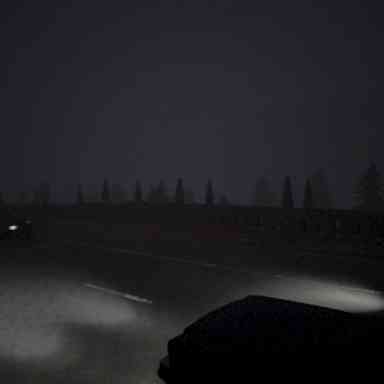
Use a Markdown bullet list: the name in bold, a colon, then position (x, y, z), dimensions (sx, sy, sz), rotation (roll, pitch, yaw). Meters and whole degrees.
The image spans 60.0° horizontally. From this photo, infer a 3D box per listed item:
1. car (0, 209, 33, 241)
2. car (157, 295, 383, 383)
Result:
- **car**: position (-8.845, 1.430, 14.596), dimensions (4.181, 1.385, 1.994), rotation (-1, 0, 35)
- **car**: position (2.010, 1.604, 2.567), dimensions (4.718, 1.301, 1.895), rotation (1, 0, 36)
